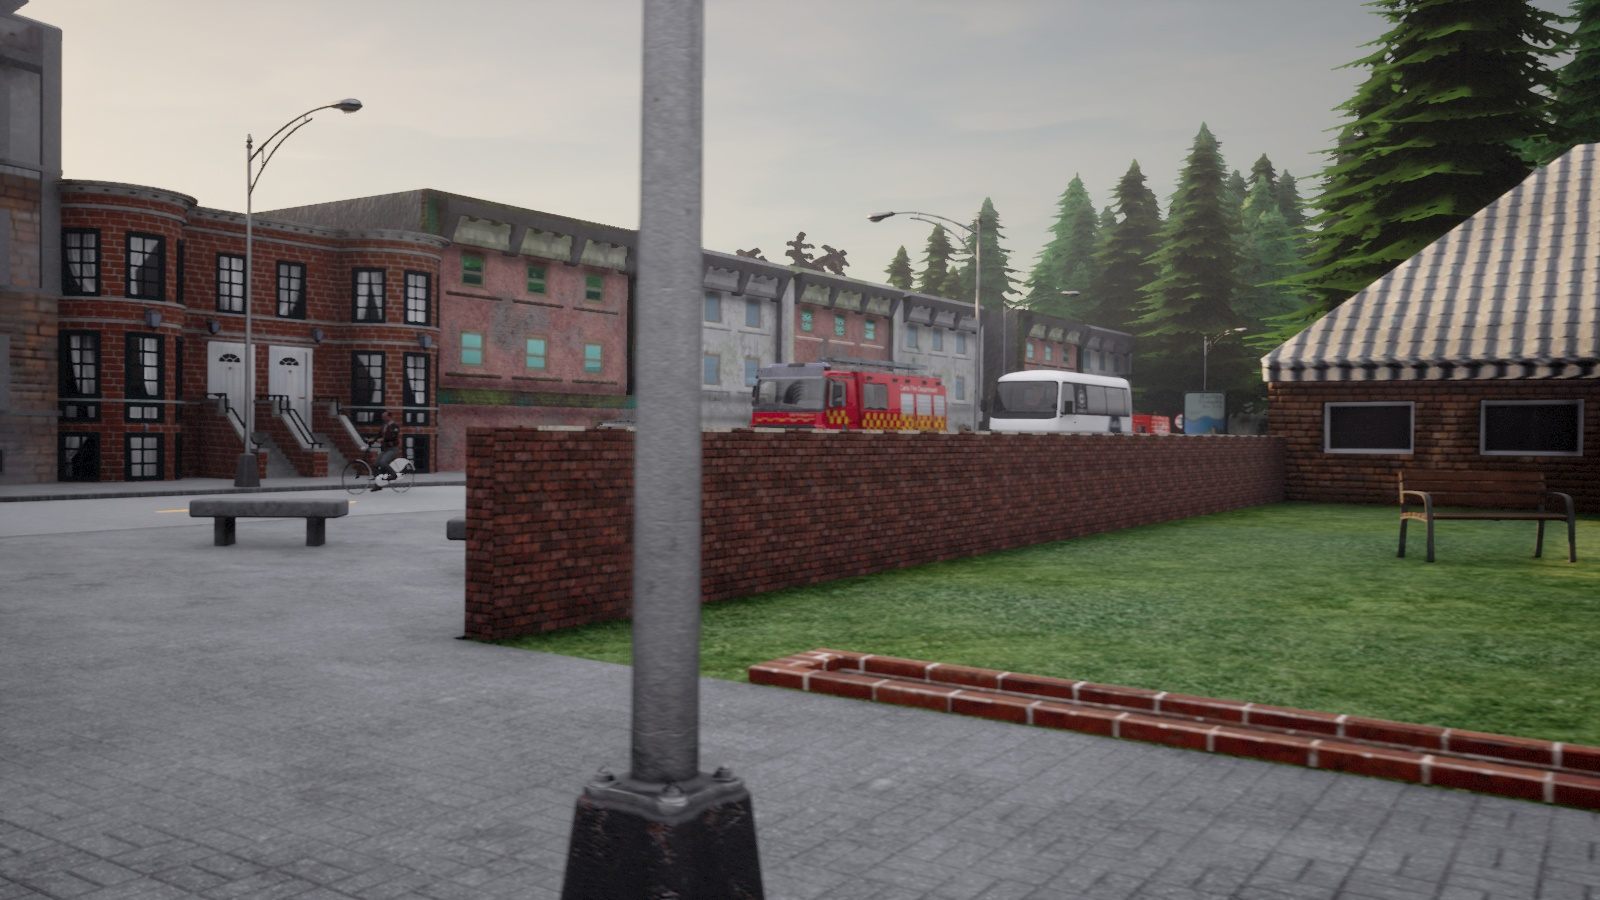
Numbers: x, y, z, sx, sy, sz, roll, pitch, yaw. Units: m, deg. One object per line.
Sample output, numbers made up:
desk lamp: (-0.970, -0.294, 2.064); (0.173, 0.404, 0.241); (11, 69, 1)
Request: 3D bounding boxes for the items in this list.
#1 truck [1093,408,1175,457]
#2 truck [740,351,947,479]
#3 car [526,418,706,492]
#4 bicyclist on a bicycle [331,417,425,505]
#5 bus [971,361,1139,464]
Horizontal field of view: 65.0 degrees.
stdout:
truck: (17.612, -0.923, 66.045); (2.627, 2.467, 5.204); (0, 1, 33)
truck: (1.676, -1.132, 42.107); (2.891, 3.827, 8.468); (0, 1, 34)
car: (-4.677, 0.079, 32.585); (2.097, 1.767, 4.553); (0, 1, 34)
bicyclist on a bicycle: (-8.825, 0.214, 26.341); (0.659, 1.776, 1.843); (0, 1, 34)
bus: (11.876, -1.644, 57.400); (3.944, 4.253, 10.273); (0, 1, 33)
